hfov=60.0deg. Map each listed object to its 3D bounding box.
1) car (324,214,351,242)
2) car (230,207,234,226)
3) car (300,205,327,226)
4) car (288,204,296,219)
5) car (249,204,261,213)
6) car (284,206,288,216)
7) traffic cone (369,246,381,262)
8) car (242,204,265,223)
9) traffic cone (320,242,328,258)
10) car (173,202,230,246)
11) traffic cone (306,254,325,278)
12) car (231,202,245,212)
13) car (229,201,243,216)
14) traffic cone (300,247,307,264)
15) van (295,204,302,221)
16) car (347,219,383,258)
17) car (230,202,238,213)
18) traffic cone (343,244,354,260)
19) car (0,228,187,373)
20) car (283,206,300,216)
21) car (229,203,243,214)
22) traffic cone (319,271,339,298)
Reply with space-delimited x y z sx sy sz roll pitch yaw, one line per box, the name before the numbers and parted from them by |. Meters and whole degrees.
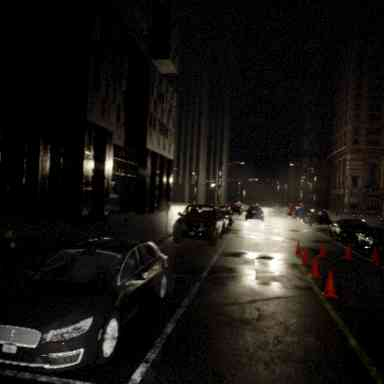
car | 9.857 2.313 20.761 1.947 1.339 4.313 3 -1 11
car | 1.488 1.890 22.329 1.947 1.339 4.313 3 -1 11
car | 11.920 2.416 31.773 1.967 1.590 4.097 3 -1 11
car | 13.976 2.647 42.783 1.967 1.590 4.097 3 -1 11
car | 10.852 2.769 57.420 1.994 1.385 4.181 3 -1 11
car | 15.010 2.637 48.291 2.192 1.841 5.009 3 -1 11
traffic cone | 7.425 2.494 13.471 0.340 0.580 0.340 3 -1 11
car | 6.381 2.235 33.896 1.812 1.442 4.674 3 -1 11
traffic cone | 5.462 2.395 13.840 0.340 0.580 0.340 3 -1 11
car | 0.472 1.525 16.827 2.192 1.841 5.009 3 -1 11
traffic cone | 3.746 2.264 10.092 0.340 0.580 0.340 3 -1 11
car | 7.664 2.455 55.366 1.967 1.590 4.097 3 -1 11
car | 5.613 2.099 44.356 2.192 1.841 5.009 3 -1 11
traffic cone | 4.113 2.305 12.058 0.340 0.580 0.340 3 -1 11
van | 12.953 2.433 37.280 1.690 1.788 3.998 3 -1 11
car | 8.828 2.214 15.255 1.802 1.307 4.206 3 -1 11
car | 2.523 1.880 27.836 1.967 1.590 4.097 3 -1 11
traffic cone | 6.443 2.445 13.655 0.340 0.580 0.340 3 -1 11
car | -1.596 1.532 5.812 2.008 1.369 4.403 3 -1 11
car | 16.027 2.987 53.794 2.008 1.369 4.403 3 -1 11
car | 6.600 2.421 49.692 1.752 1.417 4.829 3 -1 11
traffic cone | 3.379 2.223 8.127 0.340 0.580 0.340 3 -1 11
